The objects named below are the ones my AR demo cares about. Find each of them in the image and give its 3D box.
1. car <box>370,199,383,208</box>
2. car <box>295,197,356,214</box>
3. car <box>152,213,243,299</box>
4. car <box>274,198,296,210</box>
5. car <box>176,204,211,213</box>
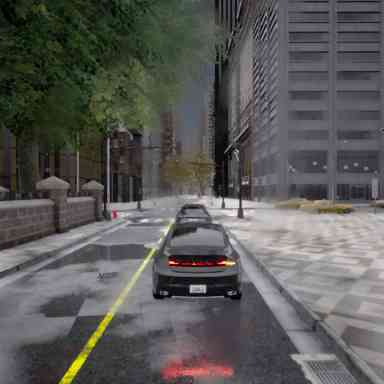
[{"bbox_3d":[23.436,1.144,38.962,4.829,1.417,1.752,-1,1,0],"label":"car"},{"bbox_3d":[12.399,1.341,30.496,4.829,1.417,1.752,-1,1,0],"label":"car"},{"bbox_3d":[0.111,1.508,8.435,1.837,1.490,4.892,0,0,0],"label":"car"},{"bbox_3d":[12.095,1.329,39.022,4.829,1.417,1.752,-1,1,0],"label":"car"},{"bbox_3d":[0.094,1.440,18.565,2.033,1.649,4.856,0,0,0],"label":"car"}]
